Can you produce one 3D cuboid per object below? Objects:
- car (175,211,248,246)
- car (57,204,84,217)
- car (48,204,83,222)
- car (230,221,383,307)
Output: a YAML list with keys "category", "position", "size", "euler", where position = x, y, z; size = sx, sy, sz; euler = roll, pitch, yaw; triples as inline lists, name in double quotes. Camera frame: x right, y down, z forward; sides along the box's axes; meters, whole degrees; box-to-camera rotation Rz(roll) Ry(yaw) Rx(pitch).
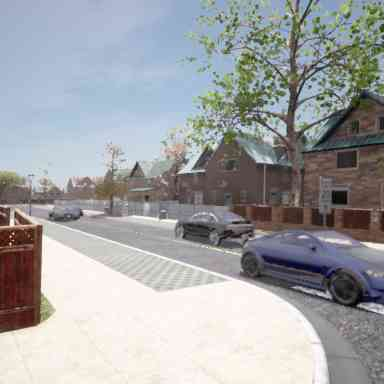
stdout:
- category: "car"
  position: [0.960, 1.708, 16.638]
  size: [2.128, 1.511, 4.902]
  euler: [2, -2, -34]
- category: "car"
  position: [-14.343, 2.092, 39.171]
  size: [1.994, 1.385, 4.181]
  euler: [2, -2, -34]
- category: "car"
  position: [-11.544, 1.905, 29.814]
  size: [1.994, 1.385, 4.181]
  euler: [2, -2, -34]
- category: "car"
  position: [3.130, 1.621, 8.188]
  size: [1.994, 1.385, 4.181]
  euler: [2, -2, -34]
